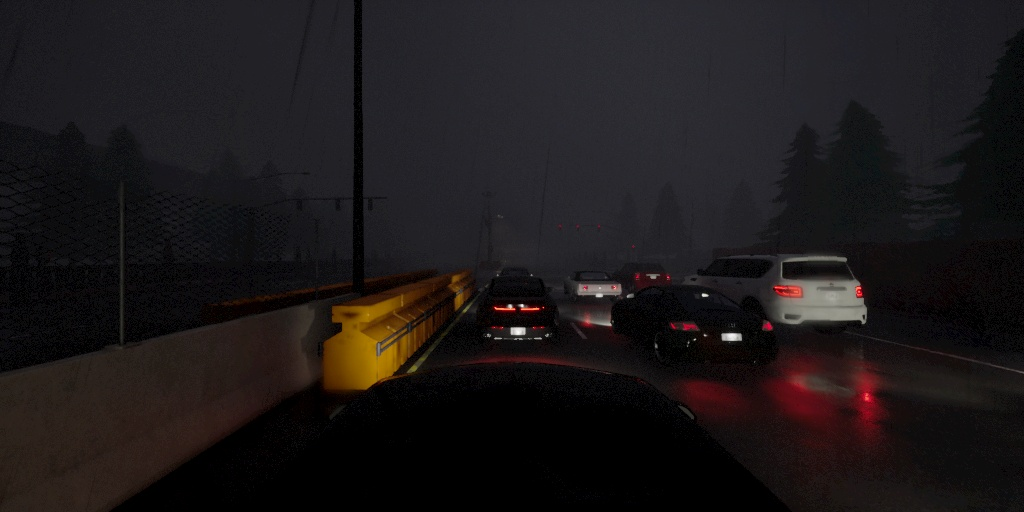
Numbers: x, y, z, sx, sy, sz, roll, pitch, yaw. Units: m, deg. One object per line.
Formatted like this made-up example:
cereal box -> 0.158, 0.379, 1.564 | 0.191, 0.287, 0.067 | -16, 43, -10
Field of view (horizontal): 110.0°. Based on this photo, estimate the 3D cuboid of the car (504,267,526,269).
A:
car -> 0.145, 1.297, 19.105 | 2.033, 1.411, 5.357 | 0, 0, 0

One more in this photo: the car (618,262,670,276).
car -> 7.150, 1.102, 20.243 | 2.097, 1.767, 4.553 | 0, 0, 0

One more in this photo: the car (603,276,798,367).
car -> 3.625, 1.314, 7.958 | 1.994, 1.385, 4.181 | 0, 0, -1

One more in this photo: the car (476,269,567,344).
car -> 0.121, 1.255, 9.587 | 1.837, 1.490, 4.892 | 0, 0, 0

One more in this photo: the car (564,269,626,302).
car -> 3.642, 1.351, 17.139 | 1.895, 1.301, 4.718 | 0, 0, 0

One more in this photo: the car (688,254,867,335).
car -> 7.125, 0.971, 10.657 | 2.150, 2.045, 5.566 | 0, 0, 0
